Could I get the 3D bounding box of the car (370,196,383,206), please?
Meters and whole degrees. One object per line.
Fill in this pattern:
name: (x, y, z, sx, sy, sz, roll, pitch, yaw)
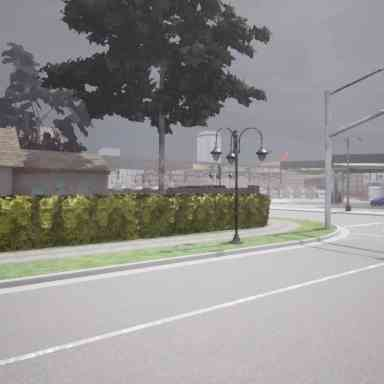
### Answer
car: (28.512, 1.295, 48.482, 2.242, 1.667, 4.611, 0, 0, -35)
